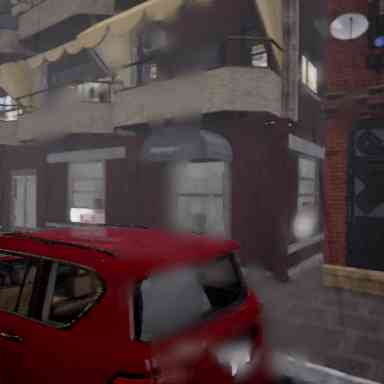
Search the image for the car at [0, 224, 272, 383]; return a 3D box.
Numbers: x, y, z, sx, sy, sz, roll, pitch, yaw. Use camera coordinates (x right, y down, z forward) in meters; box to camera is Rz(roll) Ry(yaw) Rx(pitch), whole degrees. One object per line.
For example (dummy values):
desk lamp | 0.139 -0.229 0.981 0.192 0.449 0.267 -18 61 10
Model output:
car | -1.586 1.316 3.839 5.009 1.841 2.192 0 1 36
